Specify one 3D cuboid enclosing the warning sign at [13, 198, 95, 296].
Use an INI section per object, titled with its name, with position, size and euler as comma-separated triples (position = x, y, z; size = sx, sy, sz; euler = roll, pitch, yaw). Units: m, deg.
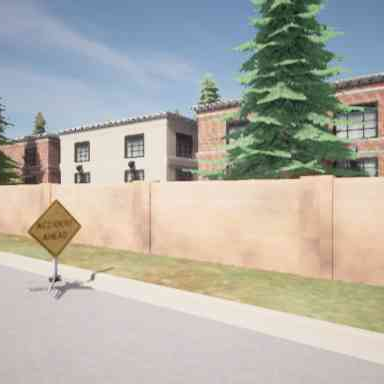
[warning sign]
position = -3.003, 1.088, 7.301
size = 1.060, 1.860, 1.300
euler = 0, 0, 36
